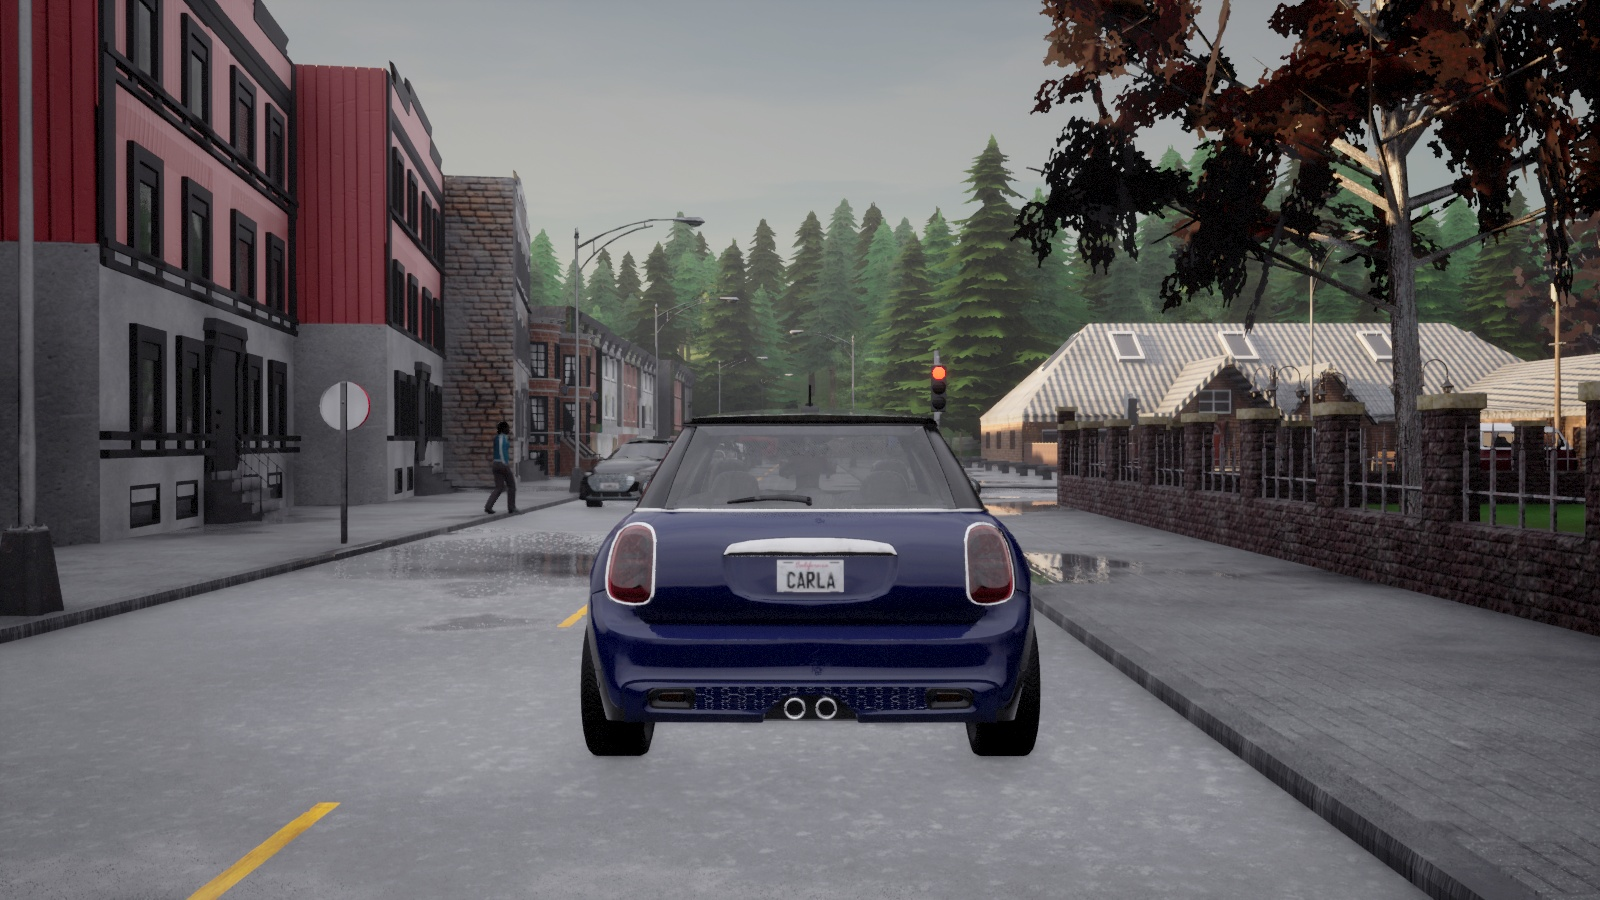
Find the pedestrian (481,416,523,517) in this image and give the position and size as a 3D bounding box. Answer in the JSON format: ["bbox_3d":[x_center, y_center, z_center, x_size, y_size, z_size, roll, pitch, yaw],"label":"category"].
[{"bbox_3d":[-5.825,0.313,24.514,0.692,1.930,0.396,0,0,-38],"label":"pedestrian"}]

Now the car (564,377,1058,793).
[{"bbox_3d":[0.057,0.562,7.614,2.097,1.767,4.553,0,0,0],"label":"car"}]

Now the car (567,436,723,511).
[{"bbox_3d":[-3.587,0.504,30.063,2.033,1.649,4.856,0,0,15],"label":"car"}]

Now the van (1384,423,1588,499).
[{"bbox_3d":[18.721,0.291,34.419,4.480,2.038,2.069,0,0,-1],"label":"van"}]
